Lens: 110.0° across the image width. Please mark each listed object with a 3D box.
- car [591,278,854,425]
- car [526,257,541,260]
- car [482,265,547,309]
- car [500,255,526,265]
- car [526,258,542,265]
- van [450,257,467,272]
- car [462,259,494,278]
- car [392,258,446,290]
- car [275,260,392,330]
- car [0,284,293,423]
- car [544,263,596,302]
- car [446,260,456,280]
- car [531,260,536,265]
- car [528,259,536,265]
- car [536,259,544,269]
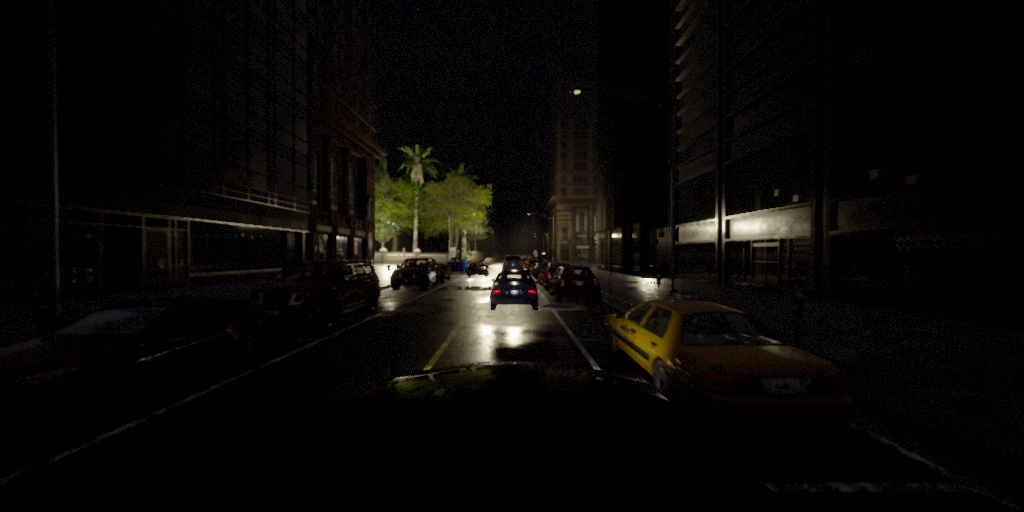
[{"bbox_3d":[2.764,1.267,5.923,1.751,1.417,4.829,0,0,0],"label":"car"},{"bbox_3d":[2.769,0.991,43.728,2.192,1.841,5.009,0,0,0],"label":"car"},{"bbox_3d":[0.088,1.272,14.784,2.033,1.411,5.357,0,0,0],"label":"car"},{"bbox_3d":[0.106,0.906,38.777,2.150,2.045,5.566,0,0,0],"label":"car"},{"bbox_3d":[2.768,1.211,38.473,1.751,1.417,4.829,0,0,0],"label":"car"},{"bbox_3d":[-5.757,1.026,38.319,1.690,1.789,3.998,0,0,0],"label":"van"},{"bbox_3d":[-3.091,1.240,33.934,2.033,1.411,5.357,0,0,0],"label":"car"},{"bbox_3d":[-5.759,1.026,22.041,2.192,1.841,5.009,0,0,0],"label":"car"},{"bbox_3d":[-5.761,1.046,11.189,2.192,1.841,5.009,0,0,0],"label":"car"},{"bbox_3d":[-5.762,1.323,5.764,1.802,1.307,4.207,0,0,0],"label":"car"},{"bbox_3d":[2.765,1.161,16.603,1.967,1.591,4.097,0,0,0],"label":"car"},{"bbox_3d":[-5.759,1.248,27.467,1.888,1.381,4.507,0,0,0],"label":"car"},{"bbox_3d":[2.766,1.248,27.453,1.888,1.381,4.507,0,0,0],"label":"car"},{"bbox_3d":[2.767,1.245,32.878,2.007,1.370,4.403,0,0,0],"label":"car"},{"bbox_3d":[2.766,1.151,22.028,1.967,1.591,4.097,0,0,0],"label":"car"}]
